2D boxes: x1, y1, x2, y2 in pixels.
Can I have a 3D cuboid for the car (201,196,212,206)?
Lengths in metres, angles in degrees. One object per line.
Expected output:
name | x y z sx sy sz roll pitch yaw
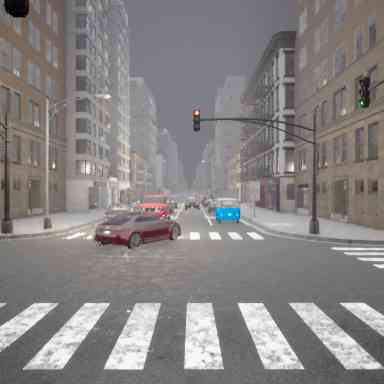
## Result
car | 2.578 1.576 47.666 1.802 1.307 4.206 0 0 0

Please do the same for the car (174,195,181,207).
car | -2.892 1.500 45.481 1.837 1.490 4.892 0 0 0

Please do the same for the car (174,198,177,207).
car | -2.896 1.599 35.421 1.895 1.301 4.718 0 0 0

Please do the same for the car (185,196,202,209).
car | 0.043 1.596 45.092 1.895 1.301 4.718 0 0 0

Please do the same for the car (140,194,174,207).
car | -2.880 1.220 25.605 2.150 2.045 5.566 0 0 0

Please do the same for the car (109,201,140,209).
car | -5.420 1.549 24.923 2.008 1.369 4.403 0 0 0

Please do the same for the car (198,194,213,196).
car | 2.571 1.305 53.348 2.192 1.841 5.009 0 0 0

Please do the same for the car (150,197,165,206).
car | -5.454 1.556 53.332 1.947 1.339 4.313 0 0 0

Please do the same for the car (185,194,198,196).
car | -0.004 1.530 63.592 2.033 1.411 5.357 0 0 0

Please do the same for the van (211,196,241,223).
van | 2.605 1.340 24.941 1.690 1.788 3.998 0 0 0

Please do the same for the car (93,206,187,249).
car | -2.271 1.558 14.696 1.994 1.385 4.181 1 0 32

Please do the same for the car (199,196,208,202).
car | 2.543 1.524 76.072 2.008 1.369 4.403 0 0 0

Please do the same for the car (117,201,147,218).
car | -5.426 1.543 30.604 1.887 1.381 4.507 0 0 0

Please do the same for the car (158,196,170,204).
car | -5.468 1.547 64.695 1.947 1.339 4.313 0 0 0

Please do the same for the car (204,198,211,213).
car | 2.592 1.580 36.303 1.802 1.307 4.206 0 0 0

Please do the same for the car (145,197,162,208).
car | -5.447 1.519 47.480 1.752 1.417 4.829 0 0 0

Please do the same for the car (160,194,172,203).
car | -5.475 1.292 70.377 2.192 1.841 5.009 0 0 0
